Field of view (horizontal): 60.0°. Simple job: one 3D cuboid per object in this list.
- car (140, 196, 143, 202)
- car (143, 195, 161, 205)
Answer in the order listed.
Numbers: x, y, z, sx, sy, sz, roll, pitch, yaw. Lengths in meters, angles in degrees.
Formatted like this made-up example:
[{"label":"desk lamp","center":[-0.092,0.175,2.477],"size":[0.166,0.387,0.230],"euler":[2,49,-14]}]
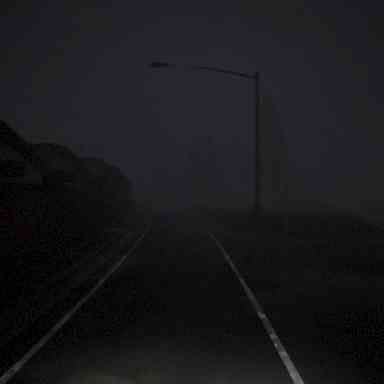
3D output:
[{"label":"car","center":[-9.269,1.384,67.425],"size":[1.812,1.442,4.674],"euler":[0,0,-17]},{"label":"car","center":[-6.649,1.231,57.613],"size":[2.097,1.767,4.553],"euler":[0,0,-15]}]
